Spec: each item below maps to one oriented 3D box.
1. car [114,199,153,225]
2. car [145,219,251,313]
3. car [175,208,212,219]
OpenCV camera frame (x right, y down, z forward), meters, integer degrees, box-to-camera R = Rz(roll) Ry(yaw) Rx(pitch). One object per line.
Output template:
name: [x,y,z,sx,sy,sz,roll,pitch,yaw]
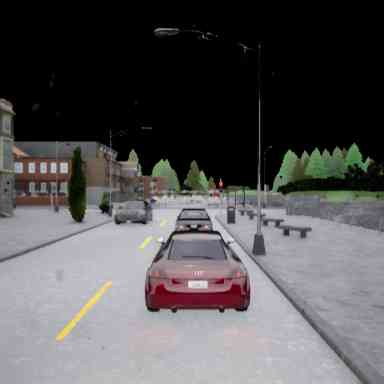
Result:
car: [-4.057,1.341,23.677,2.097,1.767,4.553,0,0,0]
car: [0.094,1.561,7.736,1.994,1.385,4.181,0,0,0]
car: [0.081,1.540,16.972,2.033,1.411,5.357,0,0,0]
